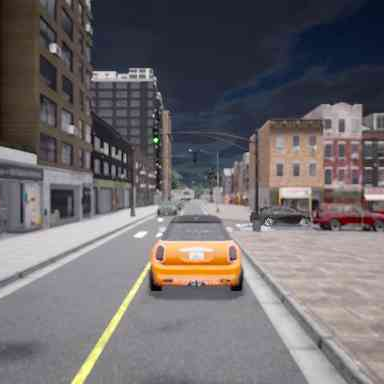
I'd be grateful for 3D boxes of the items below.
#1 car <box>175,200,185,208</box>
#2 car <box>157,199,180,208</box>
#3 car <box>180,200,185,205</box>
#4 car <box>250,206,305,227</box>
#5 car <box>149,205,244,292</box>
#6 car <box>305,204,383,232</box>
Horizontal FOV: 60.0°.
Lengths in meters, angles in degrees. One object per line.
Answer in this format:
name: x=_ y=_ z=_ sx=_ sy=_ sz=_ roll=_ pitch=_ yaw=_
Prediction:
car: x=-2.514 y=2.424 z=68.873 sx=1.837 sy=1.490 sz=4.892 roll=0 pitch=-1 yaw=0
car: x=-2.686 y=1.710 z=36.802 sx=2.097 sy=1.767 sz=4.553 roll=0 pitch=-1 yaw=-1
car: x=-2.661 y=2.146 z=52.457 sx=2.033 sy=1.411 sz=5.357 roll=0 pitch=-1 yaw=0
car: x=6.965 y=1.887 z=25.747 sx=4.892 sy=1.490 sz=1.837 roll=1 pitch=-3 yaw=-10
car: x=0.109 y=1.406 z=9.239 sx=2.097 sy=1.767 sz=4.553 roll=0 pitch=-1 yaw=0
car: x=10.894 y=1.768 z=23.027 sx=5.009 sy=1.841 sz=2.192 roll=1 pitch=-1 yaw=0
